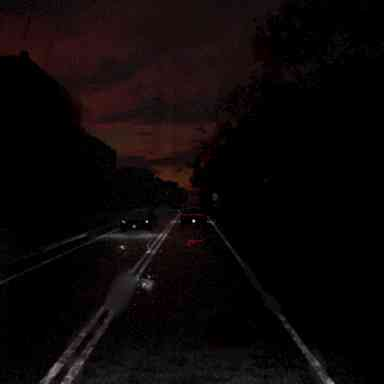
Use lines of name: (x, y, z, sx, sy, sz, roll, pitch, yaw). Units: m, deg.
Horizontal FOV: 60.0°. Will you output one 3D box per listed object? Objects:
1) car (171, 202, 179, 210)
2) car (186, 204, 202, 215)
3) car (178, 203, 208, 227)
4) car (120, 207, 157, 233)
car: (-3.043, 2.679, 63.699, 2.033, 1.411, 5.357, 0, -2, 1)
car: (0.201, 2.161, 41.813, 1.895, 1.301, 4.718, 0, -1, 0)
car: (0.134, 1.756, 24.982, 1.837, 1.490, 4.892, 0, -1, 0)
car: (-3.318, 1.728, 21.436, 1.812, 1.442, 4.674, 0, -1, 0)
